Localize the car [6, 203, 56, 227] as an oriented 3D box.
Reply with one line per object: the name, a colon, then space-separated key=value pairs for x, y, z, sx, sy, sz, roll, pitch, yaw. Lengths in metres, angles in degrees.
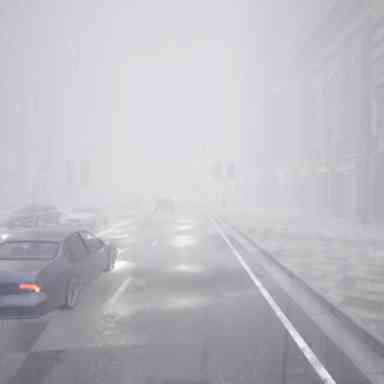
car: x=-9.848 y=1.516 z=21.161 sx=1.837 sy=1.490 sz=4.892 roll=0 pitch=0 yaw=0

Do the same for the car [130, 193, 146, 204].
car: x=-9.781 y=1.503 z=62.134 sx=1.812 sy=1.442 sz=4.674 roll=0 pitch=0 yaw=0

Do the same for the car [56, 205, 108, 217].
car: x=-6.606 y=1.538 z=21.012 sx=1.812 sy=1.442 sz=4.674 roll=0 pitch=0 yaw=0

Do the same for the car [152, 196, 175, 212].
car: x=-3.163 y=1.370 z=39.315 sx=2.097 sy=1.767 sz=4.553 roll=0 pitch=0 yaw=0

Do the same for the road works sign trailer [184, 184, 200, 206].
road works sign trailer: x=0.050 y=0.463 z=53.462 sx=2.380 sy=3.560 sz=2.880 roll=0 pitch=0 yaw=0

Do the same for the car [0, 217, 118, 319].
car: x=-3.153 y=1.547 z=7.677 sx=2.033 sy=1.411 sz=5.357 roll=0 pitch=0 yaw=0
